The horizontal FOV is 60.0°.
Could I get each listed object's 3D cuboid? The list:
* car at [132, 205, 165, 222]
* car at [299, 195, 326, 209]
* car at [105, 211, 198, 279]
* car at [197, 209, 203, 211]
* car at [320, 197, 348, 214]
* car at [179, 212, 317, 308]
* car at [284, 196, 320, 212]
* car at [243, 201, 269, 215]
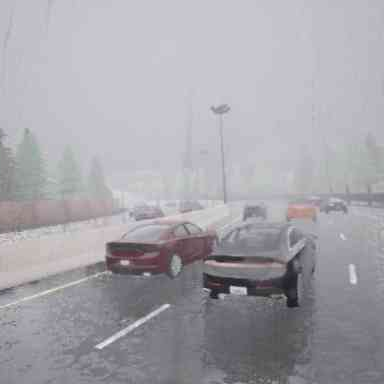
[{"bbox_3d":[-4.291,2.180,33.740,1.994,1.385,4.181,-3,-1,12],"label":"car"},{"bbox_3d":[14.953,1.214,41.548,1.882,1.535,5.008,-3,0,6],"label":"car"},{"bbox_3d":[-0.703,1.642,10.836,1.882,1.535,5.008,-3,-1,25],"label":"car"},{"bbox_3d":[-0.064,1.797,37.291,2.097,1.767,4.553,-3,-1,9],"label":"car"},{"bbox_3d":[13.299,1.226,31.459,1.812,1.442,4.674,-3,-1,11],"label":"car"},{"bbox_3d":[1.845,1.494,8.048,2.128,1.511,4.902,-3,-1,25],"label":"car"},{"bbox_3d":[8.195,1.238,25.359,2.097,1.767,4.553,-3,-1,16],"label":"car"},{"bbox_3d":[5.433,1.567,28.460,1.837,1.490,4.892,-3,-1,14],"label":"car"}]
